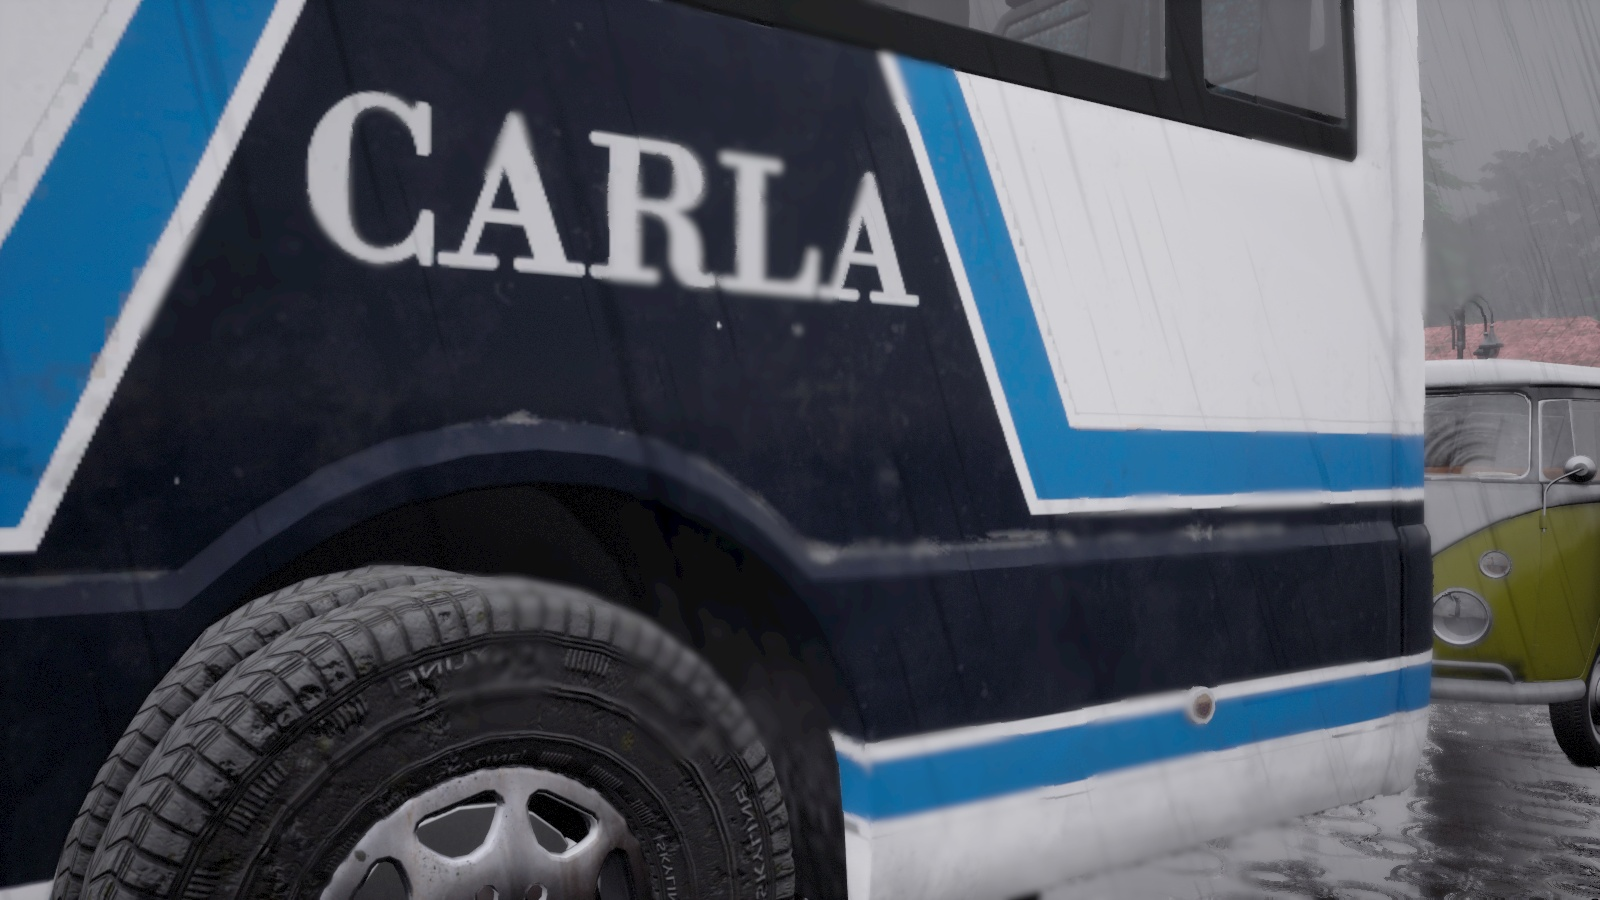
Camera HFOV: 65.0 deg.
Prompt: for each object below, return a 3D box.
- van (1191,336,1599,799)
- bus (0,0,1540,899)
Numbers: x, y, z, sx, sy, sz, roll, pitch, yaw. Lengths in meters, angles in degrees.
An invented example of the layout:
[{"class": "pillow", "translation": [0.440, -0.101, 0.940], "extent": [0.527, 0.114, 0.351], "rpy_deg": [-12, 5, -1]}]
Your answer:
[{"class": "van", "translation": [4.460, 0.506, 7.382], "extent": [4.442, 1.987, 1.775], "rpy_deg": [0, 0, -35]}, {"class": "bus", "translation": [-3.492, -0.620, 1.849], "extent": [10.273, 4.253, 3.944], "rpy_deg": [0, 0, -35]}]
